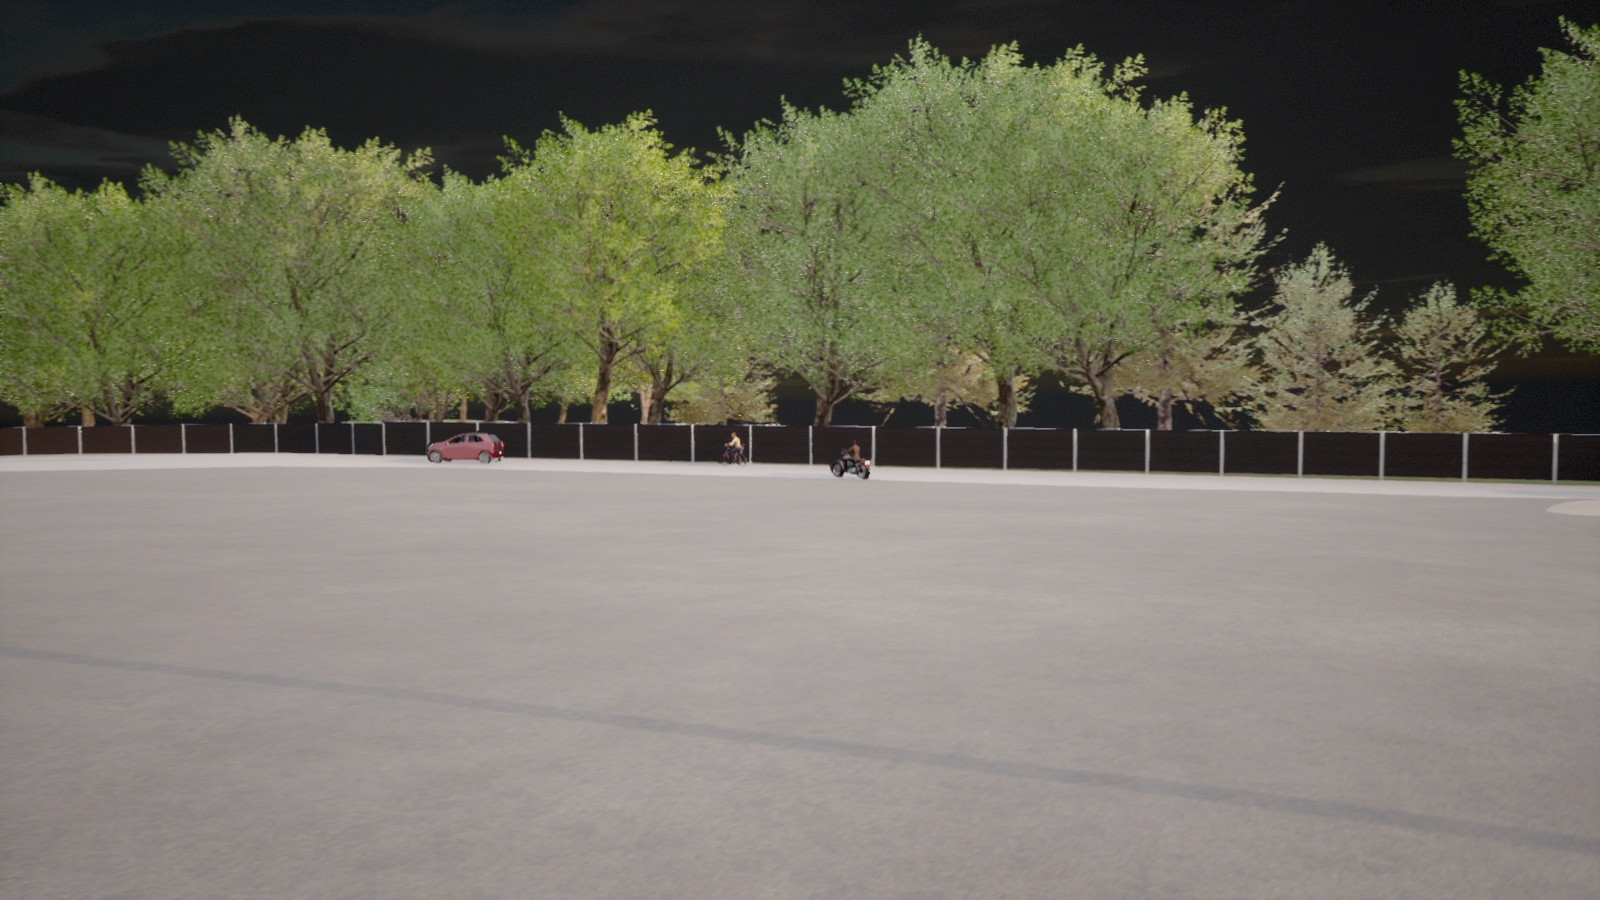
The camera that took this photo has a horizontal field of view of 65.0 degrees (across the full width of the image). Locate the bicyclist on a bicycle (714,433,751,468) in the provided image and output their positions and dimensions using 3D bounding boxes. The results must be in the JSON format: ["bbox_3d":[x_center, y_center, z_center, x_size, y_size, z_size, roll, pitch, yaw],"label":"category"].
[{"bbox_3d":[-3.221,0.015,59.760,1.509,1.612,0.866,1,3,27],"label":"bicyclist on a bicycle"}]

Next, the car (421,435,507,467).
[{"bbox_3d":[-16.563,0.028,61.991,3.633,1.501,1.845,0,3,7],"label":"car"}]

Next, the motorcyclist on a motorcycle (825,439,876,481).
[{"bbox_3d":[2.076,0.403,52.109,0.766,1.649,2.350,-1,3,-38],"label":"motorcyclist on a motorcycle"}]
